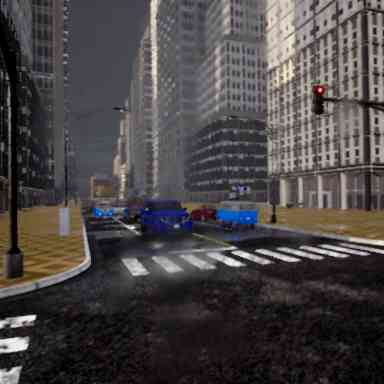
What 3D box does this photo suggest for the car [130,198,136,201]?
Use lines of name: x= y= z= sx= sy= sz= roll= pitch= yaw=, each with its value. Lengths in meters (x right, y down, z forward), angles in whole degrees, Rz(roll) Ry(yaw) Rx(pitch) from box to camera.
car: x=-9.350 y=1.988 z=60.672 sx=2.192 sy=1.841 sz=5.009 roll=0 pitch=-1 yaw=-19

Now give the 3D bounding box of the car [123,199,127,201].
car: x=-12.897 y=2.117 z=71.167 sx=2.192 sy=1.841 sz=5.009 roll=0 pitch=-1 yaw=-19

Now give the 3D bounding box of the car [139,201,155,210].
car: x=-7.575 y=2.153 z=55.422 sx=1.887 sy=1.381 sz=4.507 roll=0 pitch=-1 yaw=-19

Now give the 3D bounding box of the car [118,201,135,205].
car: x=-8.191 y=2.078 z=39.190 sx=1.895 sy=1.301 sz=4.718 roll=0 pitch=0 yaw=-19

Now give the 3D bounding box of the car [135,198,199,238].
car: x=-1.681 y=1.459 z=19.880 sx=2.150 sy=2.045 sz=5.566 roll=0 pitch=-1 yaw=-19

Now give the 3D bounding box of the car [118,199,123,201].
car: x=-16.443 y=2.481 z=81.659 sx=2.008 sy=1.369 sz=4.403 roll=0 pitch=-1 yaw=-19

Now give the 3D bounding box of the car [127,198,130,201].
car: x=-11.122 y=2.303 z=65.917 sx=1.947 sy=1.339 sz=4.313 roll=0 pitch=-1 yaw=-19

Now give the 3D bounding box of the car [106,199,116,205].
car: x=-21.654 y=2.566 z=88.663 sx=2.128 sy=1.511 sz=4.902 roll=0 pitch=-1 yaw=-19

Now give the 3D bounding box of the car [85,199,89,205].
car: x=-15.513 y=2.226 z=52.737 sx=2.008 sy=1.369 sz=4.403 roll=0 pitch=-1 yaw=-19

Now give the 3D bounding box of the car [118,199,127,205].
car: x=-18.271 y=2.522 z=87.067 sx=1.752 sy=1.417 sz=4.829 roll=0 pitch=-1 yaw=-19

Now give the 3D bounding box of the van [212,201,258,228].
van: x=3.172 y=1.559 z=23.981 sx=1.690 sy=1.788 sz=3.998 roll=0 pitch=-1 yaw=-19

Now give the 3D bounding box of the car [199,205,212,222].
car: x=1.315 y=1.828 z=29.196 sx=1.887 sy=1.381 sz=4.507 roll=0 pitch=-1 yaw=-19

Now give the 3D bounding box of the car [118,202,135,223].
car: x=-5.004 y=1.908 z=29.726 sx=2.033 sy=1.411 sz=5.357 roll=0 pitch=-1 yaw=-19

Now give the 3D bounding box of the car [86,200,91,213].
car: x=-13.739 y=2.177 z=47.490 sx=1.947 sy=1.339 sz=4.313 roll=0 pitch=-1 yaw=-19

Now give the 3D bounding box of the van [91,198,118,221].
van: x=-8.420 y=1.757 z=31.750 sx=1.690 sy=1.788 sz=3.998 roll=0 pitch=-1 yaw=-19

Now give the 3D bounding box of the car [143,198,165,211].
car: x=-5.803 y=1.859 z=50.177 sx=2.192 sy=1.841 sz=5.009 roll=0 pitch=-1 yaw=-19

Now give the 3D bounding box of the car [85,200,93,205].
car: x=-26.154 y=2.643 z=84.221 sx=1.802 sy=1.307 sz=4.206 roll=0 pitch=-1 yaw=-19
